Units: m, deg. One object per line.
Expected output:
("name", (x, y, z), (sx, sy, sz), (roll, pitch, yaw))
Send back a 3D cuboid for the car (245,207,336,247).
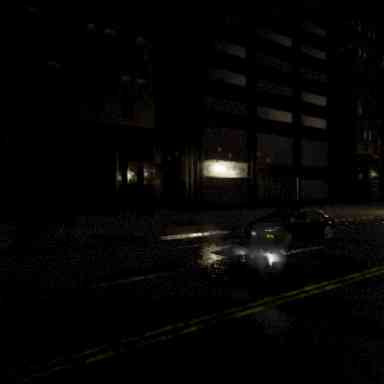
("car", (4.484, 1.443, 14.879), (4.892, 1.490, 1.837), (0, 0, -35))
